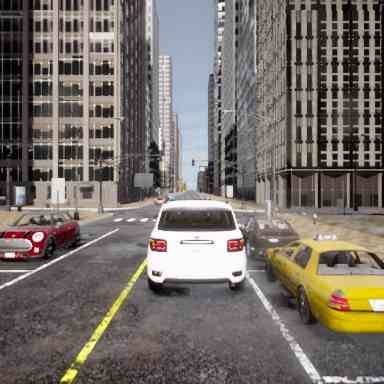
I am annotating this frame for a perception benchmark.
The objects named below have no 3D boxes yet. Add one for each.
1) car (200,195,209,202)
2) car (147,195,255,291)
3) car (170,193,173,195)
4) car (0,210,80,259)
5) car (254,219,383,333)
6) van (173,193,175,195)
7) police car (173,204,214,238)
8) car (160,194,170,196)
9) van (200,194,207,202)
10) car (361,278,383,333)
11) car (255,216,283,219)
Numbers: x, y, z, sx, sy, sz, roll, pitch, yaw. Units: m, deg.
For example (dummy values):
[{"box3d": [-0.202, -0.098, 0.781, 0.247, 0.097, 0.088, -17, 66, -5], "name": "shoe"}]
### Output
[{"box3d": [2.718, 1.429, 73.033, 1.967, 1.590, 4.097, 0, 0, 0], "name": "car"}, {"box3d": [0.103, 1.230, 9.191, 2.150, 2.045, 5.566, 0, 0, 0], "name": "car"}, {"box3d": [-5.693, 1.312, 67.355, 2.192, 1.841, 5.009, 0, 0, 0], "name": "car"}, {"box3d": [-5.684, 1.450, 12.406, 1.967, 1.590, 4.097, 0, 0, 0], "name": "car"}, {"box3d": [2.694, 1.532, 6.907, 1.752, 1.417, 4.829, 0, 0, 0], "name": "car"}, {"box3d": [-5.657, 1.313, 84.410, 1.690, 1.788, 3.998, 0, 0, 0], "name": "van"}, {"box3d": [0.103, 1.518, 19.110, 2.038, 1.542, 4.974, 0, 0, 1], "name": "police car"}, {"box3d": [-5.761, 1.444, 61.669, 1.967, 1.590, 4.097, 0, 0, 0], "name": "car"}, {"box3d": [2.721, 1.322, 78.718, 1.690, 1.788, 3.998, 0, 0, 0], "name": "van"}, {"box3d": [2.692, 1.552, 1.066, 2.008, 1.369, 4.403, 0, 0, 0], "name": "car"}, {"box3d": [2.696, 1.561, 12.404, 2.008, 1.369, 4.403, 0, 0, 0], "name": "car"}]
